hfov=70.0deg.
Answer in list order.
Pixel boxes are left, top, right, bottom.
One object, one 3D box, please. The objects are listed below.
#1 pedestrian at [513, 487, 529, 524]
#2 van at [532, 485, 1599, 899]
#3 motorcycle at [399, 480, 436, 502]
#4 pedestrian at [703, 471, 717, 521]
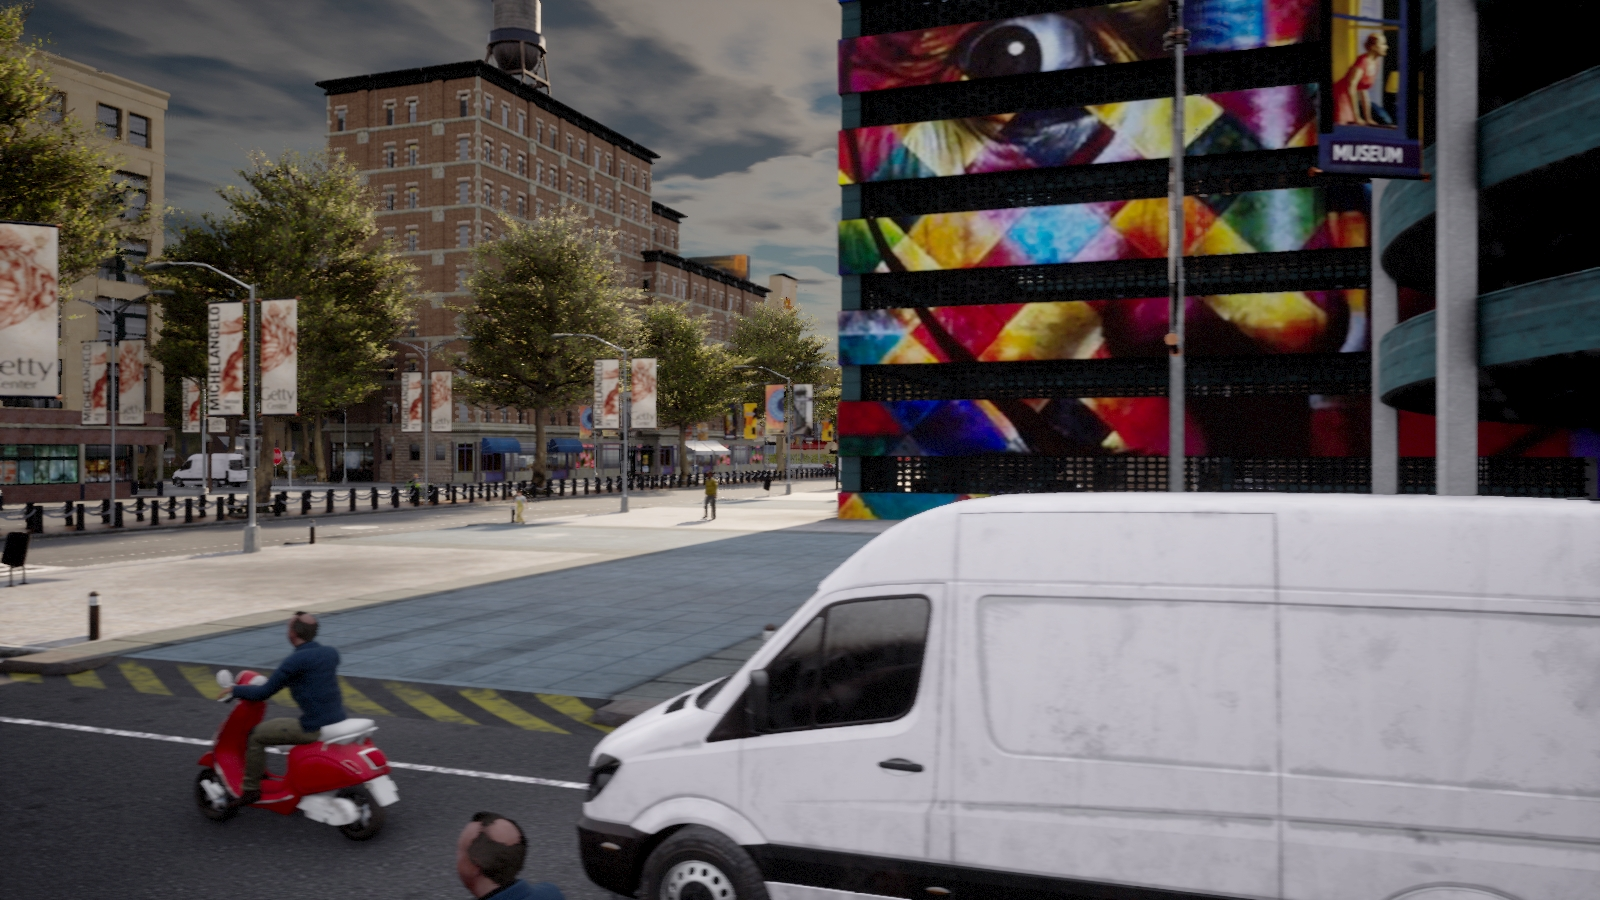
[{"bbox_3d":[-9.915,1.976,40.621,0.375,1.300,0.375,0,0,25],"label":"pedestrian"},{"bbox_3d":[1.589,1.534,6.483,5.915,2.561,1.988,0,0,19],"label":"van"},{"bbox_3d":[-20.733,2.212,61.926,0.803,1.145,2.033,0,0,20],"label":"motorcycle"},{"bbox_3d":[-3.333,1.696,42.345,0.375,1.860,0.375,0,0,33],"label":"pedestrian"}]
